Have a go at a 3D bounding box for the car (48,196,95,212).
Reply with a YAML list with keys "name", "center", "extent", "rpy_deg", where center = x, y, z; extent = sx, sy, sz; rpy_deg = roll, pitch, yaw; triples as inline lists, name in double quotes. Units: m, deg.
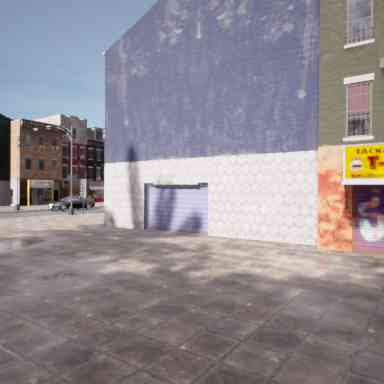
- name: "car"
  center: [-12.369, 1.182, 34.426]
  extent: [2.128, 1.511, 4.902]
  rpy_deg: [1, 1, 36]
